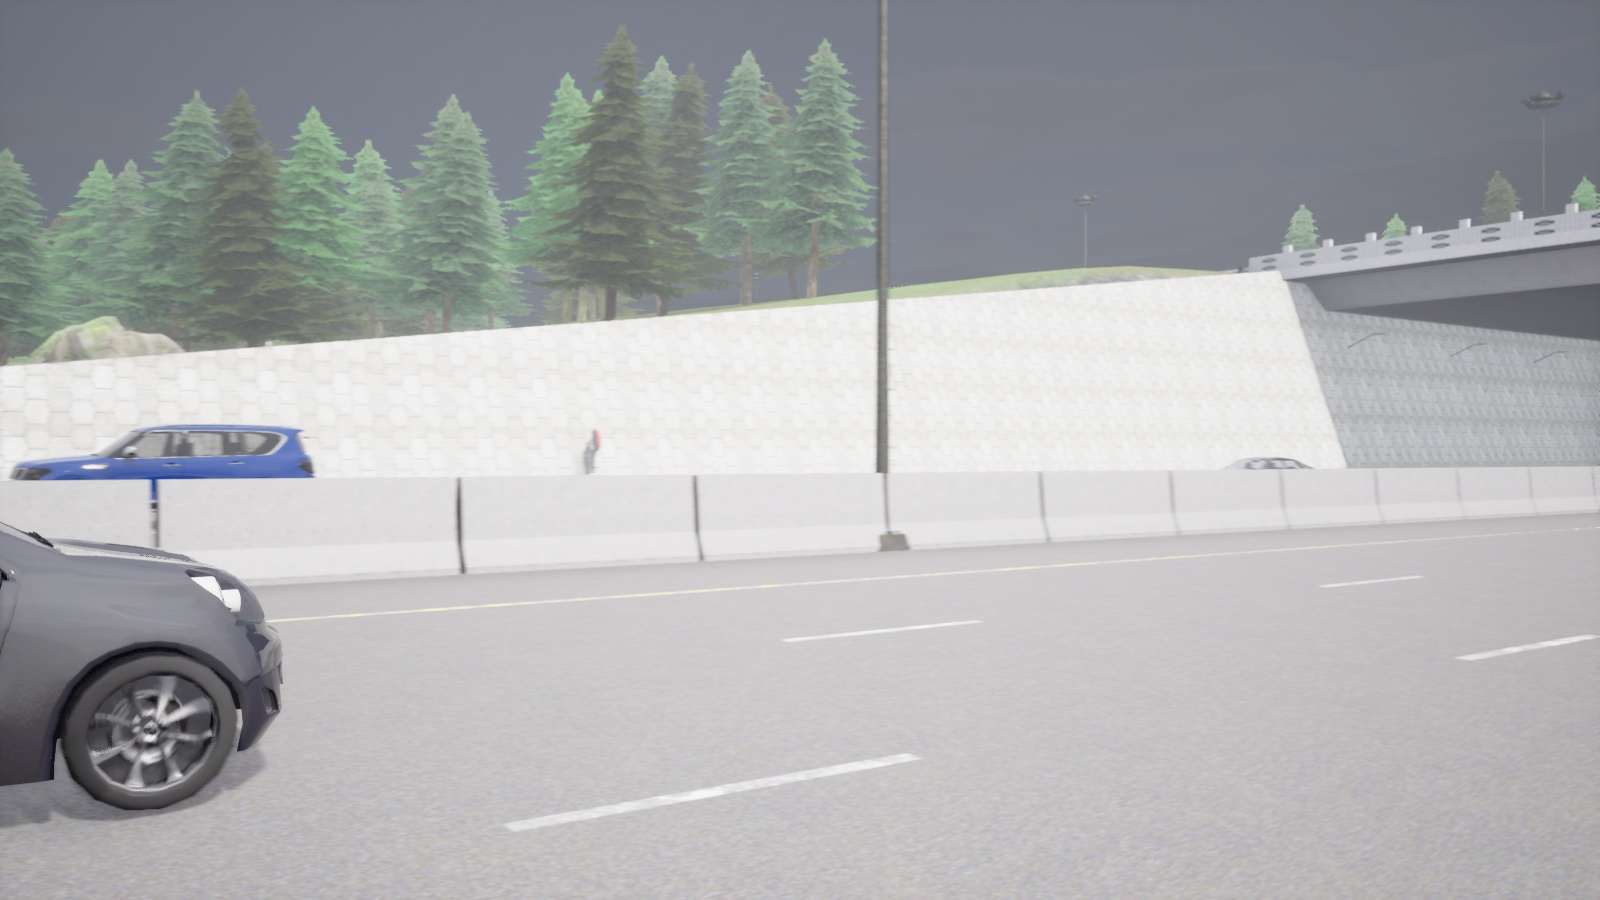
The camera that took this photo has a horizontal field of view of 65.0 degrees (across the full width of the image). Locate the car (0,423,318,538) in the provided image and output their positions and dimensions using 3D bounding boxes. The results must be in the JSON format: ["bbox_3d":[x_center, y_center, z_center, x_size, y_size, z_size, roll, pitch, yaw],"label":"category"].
[{"bbox_3d":[-12.647,0.553,24.708,5.566,2.045,2.150,0,0,-35],"label":"car"}]

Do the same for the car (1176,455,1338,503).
[{"bbox_3d":[14.299,0.860,39.197,5.357,1.411,2.033,0,0,-35],"label":"car"}]

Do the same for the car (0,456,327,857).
[{"bbox_3d":[-4.048,0.780,5.106,3.633,1.501,1.845,0,0,-35],"label":"car"}]
